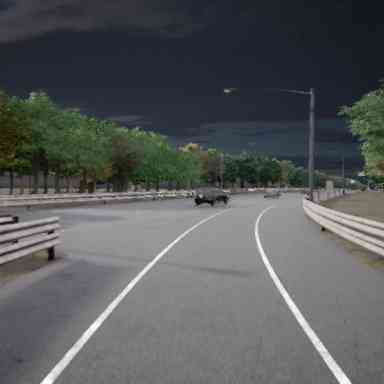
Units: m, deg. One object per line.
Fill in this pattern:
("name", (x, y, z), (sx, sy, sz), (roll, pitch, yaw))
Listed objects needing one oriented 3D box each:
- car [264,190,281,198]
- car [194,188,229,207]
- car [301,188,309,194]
("car", (14.400, 0.366, 59.278), (2.033, 1.411, 5.357), (1, 2, 29))
("car", (2.262, 0.541, 37.307), (2.150, 2.045, 5.566), (1, 2, 29))
("car", (30.013, -0.204, 87.355), (1.812, 1.442, 4.674), (1, 1, 29))
